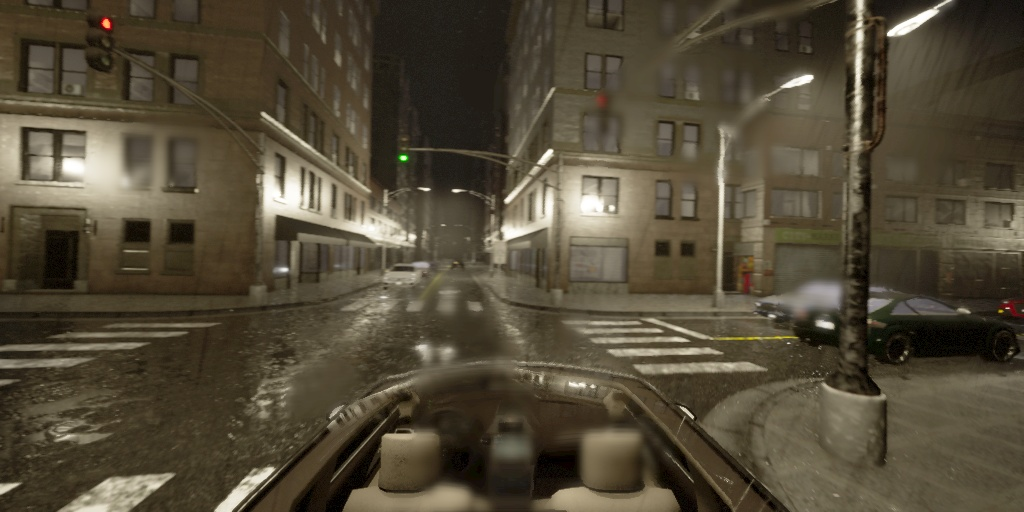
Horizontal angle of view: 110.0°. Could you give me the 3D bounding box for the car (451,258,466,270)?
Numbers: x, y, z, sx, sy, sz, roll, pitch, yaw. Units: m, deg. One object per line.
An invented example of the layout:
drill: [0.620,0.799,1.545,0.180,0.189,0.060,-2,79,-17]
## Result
car: [-7.814,1.236,52.027,1.837,1.490,4.892,2,0,-9]

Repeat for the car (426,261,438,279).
car: [-7.881,1.208,31.078,2.033,1.411,5.357,2,0,-8]

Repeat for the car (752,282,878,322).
car: [10.917,1.587,11.802,5.357,1.411,2.033,1,0,-8]

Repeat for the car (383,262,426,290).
car: [-6.443,1.187,21.494,1.812,1.442,4.674,2,0,-10]

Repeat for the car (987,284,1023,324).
car: [20.809,1.845,13.320,4.181,1.385,1.994,1,0,-8]

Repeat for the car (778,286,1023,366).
car: [8.939,1.544,8.288,4.181,1.385,1.994,1,0,-9]
